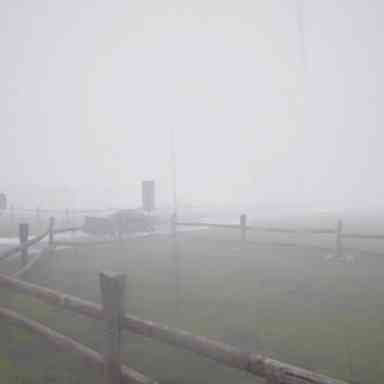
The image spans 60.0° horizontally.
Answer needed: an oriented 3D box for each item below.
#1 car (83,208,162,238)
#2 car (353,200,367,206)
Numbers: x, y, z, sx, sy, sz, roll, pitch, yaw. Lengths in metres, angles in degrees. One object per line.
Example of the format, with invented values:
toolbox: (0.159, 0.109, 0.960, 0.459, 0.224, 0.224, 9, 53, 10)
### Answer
car: (-3.788, 1.652, 18.972, 1.882, 1.535, 5.008, -1, -1, 35)
car: (42.438, 2.783, 85.042, 2.128, 1.511, 4.902, -1, -1, 35)
